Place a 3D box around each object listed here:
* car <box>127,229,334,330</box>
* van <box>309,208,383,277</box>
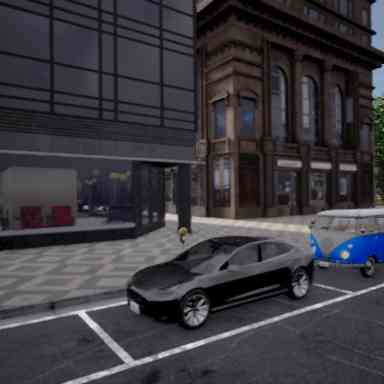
[{"bbox_3d":[0.793,1.645,7.081,4.313,1.339,1.947,0,-1,-34],"label":"car"},{"bbox_3d":[5.292,1.405,10.134,3.998,1.788,1.690,0,-1,-34],"label":"van"}]
